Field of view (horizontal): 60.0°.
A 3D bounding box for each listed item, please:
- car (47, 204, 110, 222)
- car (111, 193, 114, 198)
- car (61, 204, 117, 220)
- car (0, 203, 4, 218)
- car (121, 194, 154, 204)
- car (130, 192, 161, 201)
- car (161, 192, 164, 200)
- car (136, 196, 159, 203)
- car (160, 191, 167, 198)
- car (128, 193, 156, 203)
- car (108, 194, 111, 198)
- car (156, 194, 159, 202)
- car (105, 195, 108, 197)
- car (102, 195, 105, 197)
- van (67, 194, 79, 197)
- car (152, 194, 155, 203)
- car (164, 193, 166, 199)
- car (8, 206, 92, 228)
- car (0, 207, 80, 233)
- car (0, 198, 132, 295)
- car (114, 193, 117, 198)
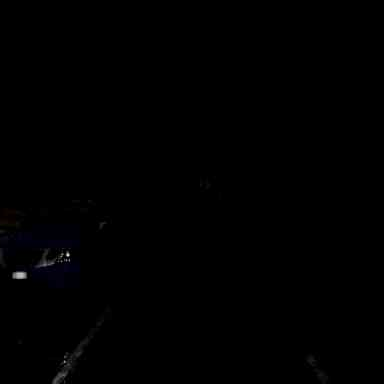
[{"bbox_3d":[-10.133,1.902,30.060,5.008,1.535,2.097,0,-1,0],"label":"car"},{"bbox_3d":[-23.247,1.655,84.825,5.008,1.535,2.097,0,1,0],"label":"car"},{"bbox_3d":[-10.089,1.977,32.836,4.792,1.488,2.163,0,-1,0],"label":"car"},{"bbox_3d":[-23.183,1.989,35.531,5.008,1.535,2.097,0,-1,0],"label":"car"},{"bbox_3d":[-10.243,1.681,62.655,4.792,1.488,2.163,0,-1,0],"label":"car"},{"bbox_3d":[-10.250,1.475,73.798,5.566,2.045,2.435,0,0,0],"label":"car"},{"bbox_3d":[-10.141,1.530,84.946,4.553,1.767,2.185,0,1,0],"label":"car"},{"bbox_3d":[-10.203,1.726,76.587,4.892,1.521,2.231,0,0,0],"label":"car"},{"bbox_3d":[-10.165,1.379,93.307,4.553,1.767,2.185,0,1,0],"label":"car"},{"bbox_3d":[-10.278,1.576,68.226,4.553,1.767,2.185,0,0,0],"label":"car"},{"bbox_3d":[-23.260,1.688,82.036,5.008,1.535,2.097,0,1,0],"label":"car"},{"bbox_3d":[-10.229,1.719,71.004,5.008,1.535,2.097,0,0,0],"label":"car"},{"bbox_3d":[-23.248,1.742,79.245,4.792,1.488,2.163,0,0,0],"label":"car"},{"bbox_3d":[-23.475,1.720,76.589,5.366,1.575,1.946,0,0,0],"label":"car"},{"bbox_3d":[-23.226,1.425,62.632,4.442,1.987,1.878,1,0,0],"label":"van"},{"bbox_3d":[-10.289,1.706,65.439,4.792,1.488,2.163,0,-1,0],"label":"car"},{"bbox_3d":[-10.130,1.643,87.736,4.792,1.488,2.163,0,1,0],"label":"car"},{"bbox_3d":[-10.334,1.808,24.510,5.366,1.575,1.946,0,-1,0],"label":"car"},{"bbox_3d":[-10.165,1.767,21.733,4.892,1.521,2.231,0,-1,0],"label":"car"},{"bbox_3d":[-3.364,1.314,9.295,2.150,2.045,5.566,0,-1,0],"label":"car"},{"bbox_3d":[-23.233,1.613,87.743,4.892,1.521,2.231,0,1,0],"label":"car"}]
